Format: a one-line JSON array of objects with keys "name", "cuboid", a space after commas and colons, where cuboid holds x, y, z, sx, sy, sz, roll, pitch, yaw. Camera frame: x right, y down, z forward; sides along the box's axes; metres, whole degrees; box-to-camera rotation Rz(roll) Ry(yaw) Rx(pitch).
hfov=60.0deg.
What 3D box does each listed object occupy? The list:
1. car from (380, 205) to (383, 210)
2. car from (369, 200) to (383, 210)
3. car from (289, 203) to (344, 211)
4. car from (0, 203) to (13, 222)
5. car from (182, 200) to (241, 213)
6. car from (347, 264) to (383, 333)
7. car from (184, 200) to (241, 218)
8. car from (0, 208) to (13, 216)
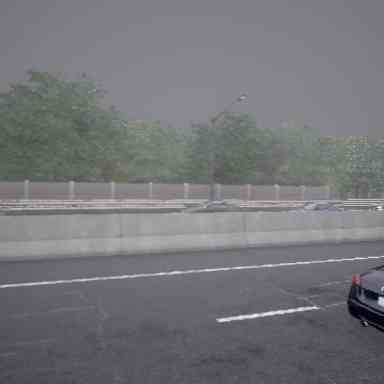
[{"name": "car", "cuboid": [8.626, 1.383, 10.467, 4.553, 1.767, 2.097, 0, 0, -19]}, {"name": "car", "cuboid": [22.317, 1.605, 37.405, 4.892, 1.490, 1.837, 1, 0, -19]}, {"name": "car", "cuboid": [9.592, 1.545, 25.670, 4.674, 1.442, 1.812, 0, 0, -18]}, {"name": "car", "cuboid": [-15.902, 1.488, 24.326, 4.718, 1.301, 1.895, 0, 0, -19]}, {"name": "car", "cuboid": [1.577, 1.468, 26.640, 4.902, 1.511, 2.128, 0, 0, -19]}, {"name": "car", "cuboid": [4.707, 1.581, 5.415, 4.181, 1.385, 1.994, 0, 0, -19]}, {"name": "car", "cuboid": [1.856, 1.479, 30.433, 4.892, 1.490, 1.837, 0, 0, -19]}, {"name": "car", "cuboid": [-12.668, 1.458, 18.038, 5.357, 1.411, 2.033, 0, 0, -19]}]
